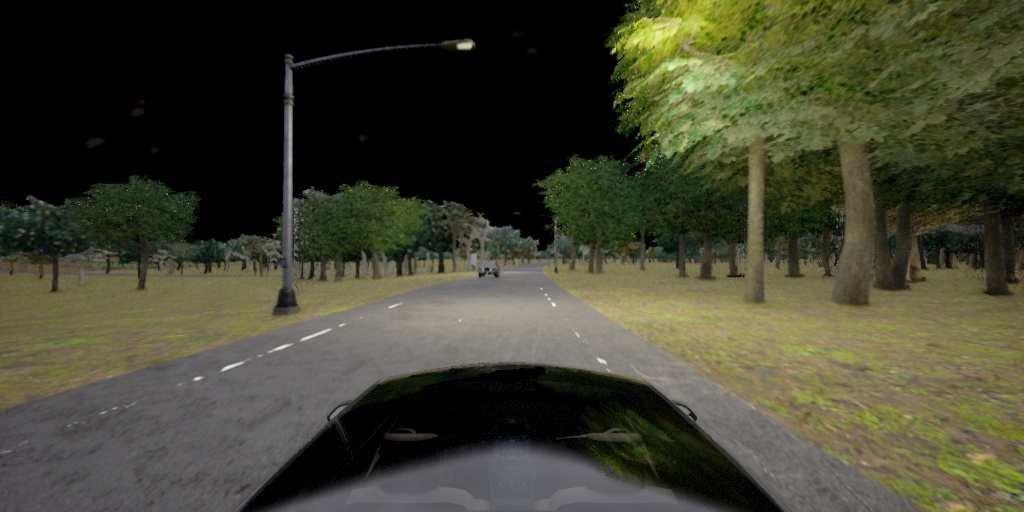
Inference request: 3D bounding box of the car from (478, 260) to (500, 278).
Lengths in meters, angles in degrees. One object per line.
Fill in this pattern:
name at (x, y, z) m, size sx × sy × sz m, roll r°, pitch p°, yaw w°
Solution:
car at (-2.641, 1.505, 42.270) m, size 2.150 × 2.045 × 5.566 m, roll 0°, pitch -1°, yaw 3°
